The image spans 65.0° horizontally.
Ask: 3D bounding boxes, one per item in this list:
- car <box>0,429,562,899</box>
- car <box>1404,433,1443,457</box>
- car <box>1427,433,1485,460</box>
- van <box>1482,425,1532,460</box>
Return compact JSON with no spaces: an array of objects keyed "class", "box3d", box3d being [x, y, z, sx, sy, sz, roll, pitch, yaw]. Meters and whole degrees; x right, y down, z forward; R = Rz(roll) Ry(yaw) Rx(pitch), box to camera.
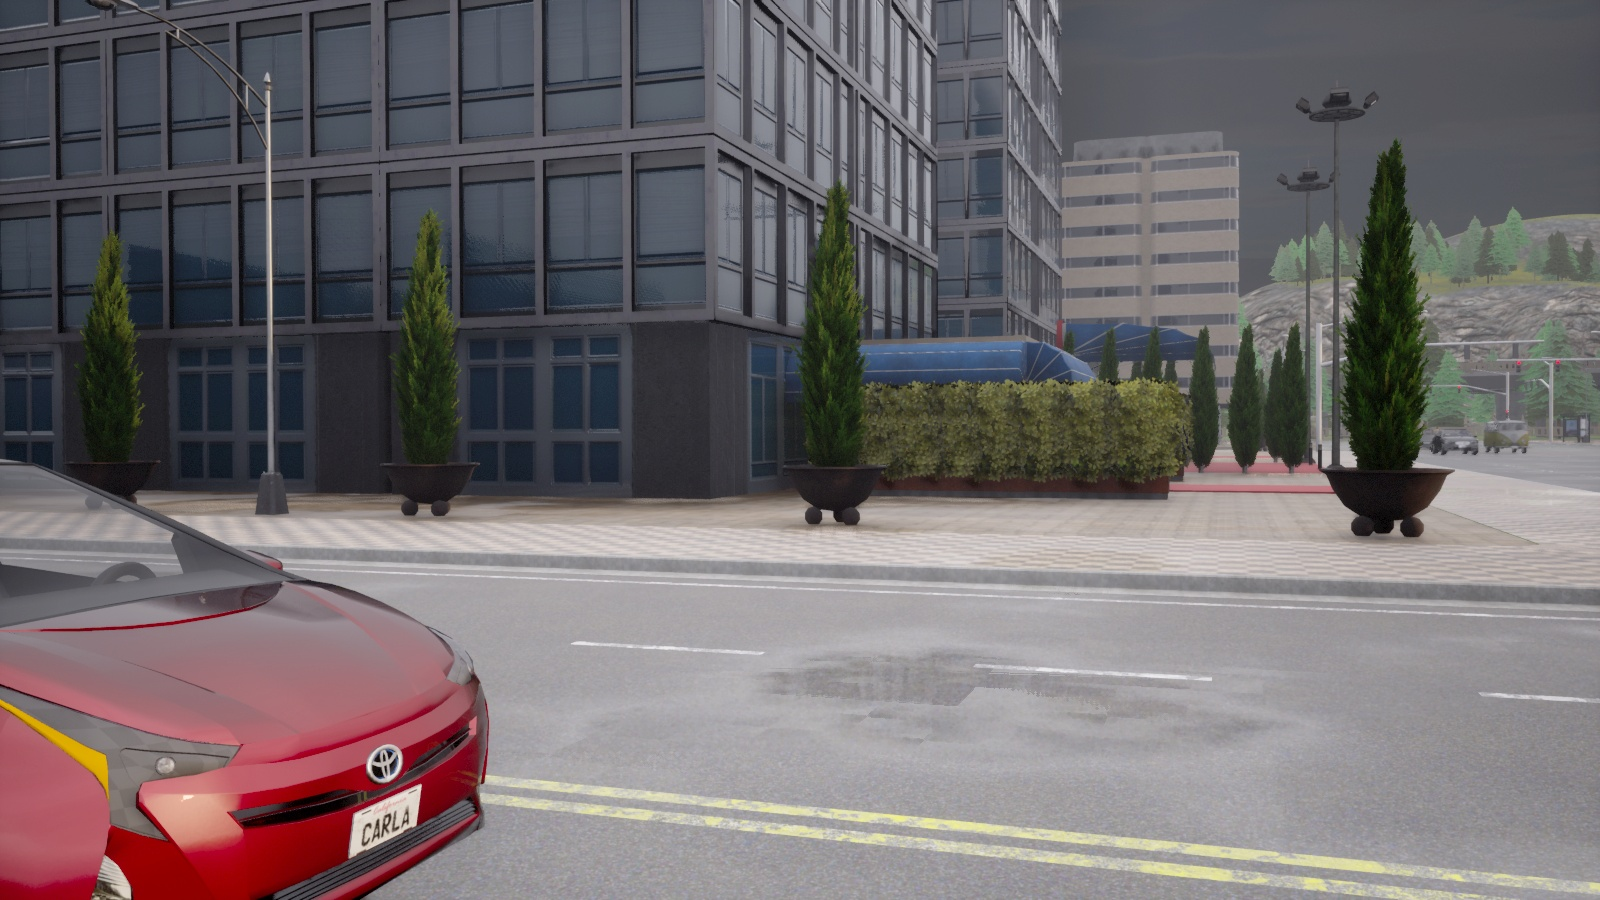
[{"class":"car","box3d":[-3.322,0.692,4.311,4.514,1.525,2.007,1,1,19]},{"class":"car","box3d":[41.138,-0.368,82.890,1.789,1.549,3.705,1,1,18]},{"class":"car","box3d":[37.544,-0.229,71.980,2.128,1.511,4.902,1,1,18]},{"class":"van","box3d":[42.266,-0.465,75.125,1.775,1.987,4.442,1,1,18]}]
